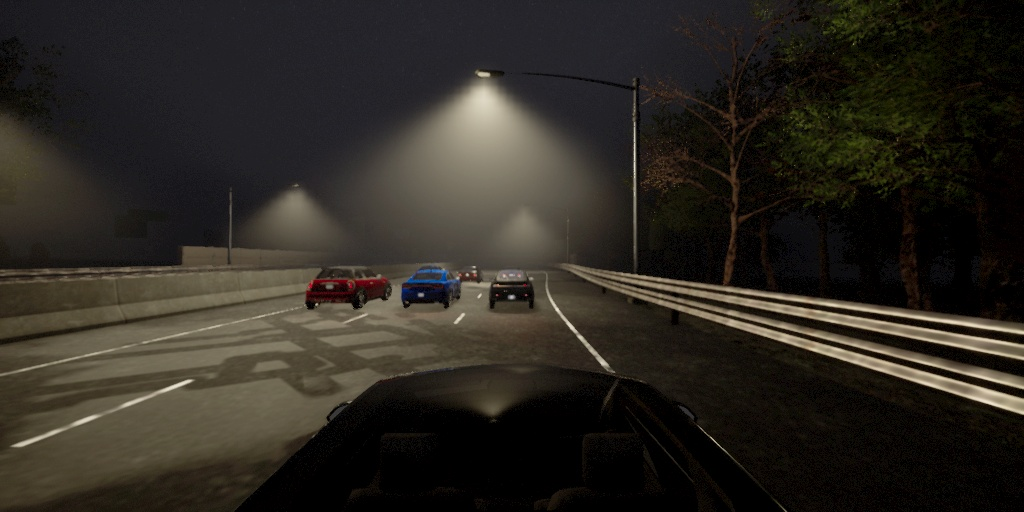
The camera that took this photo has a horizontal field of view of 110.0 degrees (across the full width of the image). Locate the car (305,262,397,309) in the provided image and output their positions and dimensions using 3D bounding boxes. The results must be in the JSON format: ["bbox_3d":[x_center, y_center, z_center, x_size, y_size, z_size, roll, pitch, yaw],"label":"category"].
[{"bbox_3d":[-7.010,1.241,15.908,2.097,1.767,4.553,0,-1,0],"label":"car"}]

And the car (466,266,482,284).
[{"bbox_3d":[-3.525,1.594,30.826,2.033,1.411,5.357,0,-1,0],"label":"car"}]

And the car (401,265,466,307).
[{"bbox_3d":[-3.507,1.373,16.320,1.882,1.535,5.008,0,0,0],"label":"car"}]

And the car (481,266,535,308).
[{"bbox_3d":[-0.009,1.386,16.135,2.128,1.511,4.902,0,0,0],"label":"car"}]

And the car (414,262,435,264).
[{"bbox_3d":[-7.020,1.530,31.324,1.882,1.535,5.008,0,0,0],"label":"car"}]
